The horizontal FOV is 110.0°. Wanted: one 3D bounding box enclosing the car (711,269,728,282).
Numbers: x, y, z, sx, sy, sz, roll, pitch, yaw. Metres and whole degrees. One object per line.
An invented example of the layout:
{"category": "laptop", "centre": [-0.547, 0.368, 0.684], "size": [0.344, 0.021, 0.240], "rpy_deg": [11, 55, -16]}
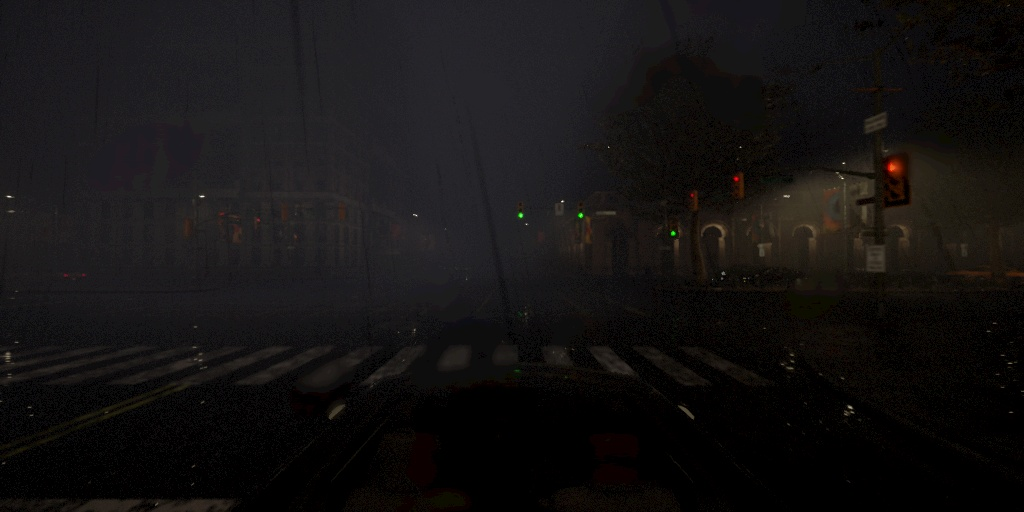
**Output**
{"category": "car", "centre": [19.385, 1.433, 30.357], "size": [4.553, 1.767, 2.097], "rpy_deg": [0, -1, 0]}

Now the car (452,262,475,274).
{"category": "car", "centre": [-7.035, 1.928, 52.175], "size": [1.895, 1.301, 4.718], "rpy_deg": [0, -1, 0]}

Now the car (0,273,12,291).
{"category": "car", "centre": [-30.324, 1.545, 18.998], "size": [4.718, 1.301, 1.895], "rpy_deg": [0, -1, 1]}

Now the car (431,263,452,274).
{"category": "car", "centre": [-10.530, 1.858, 52.701], "size": [1.812, 1.442, 4.674], "rpy_deg": [0, -1, 0]}

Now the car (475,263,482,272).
{"category": "car", "centre": [-6.947, 1.987, 62.026], "size": [2.033, 1.411, 5.357], "rpy_deg": [0, -1, 1]}

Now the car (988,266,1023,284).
{"category": "car", "centre": [39.465, 1.519, 26.706], "size": [5.008, 1.535, 1.882], "rpy_deg": [0, -1, 1]}

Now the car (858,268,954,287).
{"category": "car", "centre": [29.319, 1.642, 26.785], "size": [4.718, 1.301, 1.895], "rpy_deg": [0, -1, 1]}

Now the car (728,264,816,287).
{"category": "car", "centre": [19.372, 1.545, 26.854], "size": [4.892, 1.490, 1.837], "rpy_deg": [0, -1, 0]}

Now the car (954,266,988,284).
{"category": "car", "centre": [39.788, 1.559, 30.204], "size": [5.008, 1.535, 1.882], "rpy_deg": [0, -1, 1]}

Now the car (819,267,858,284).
{"category": "car", "centre": [29.325, 1.682, 30.285], "size": [4.718, 1.301, 1.895], "rpy_deg": [0, -1, 0]}

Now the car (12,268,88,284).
{"category": "car", "centre": [-39.748, 1.678, 30.744], "size": [4.718, 1.301, 1.895], "rpy_deg": [0, -1, 1]}
